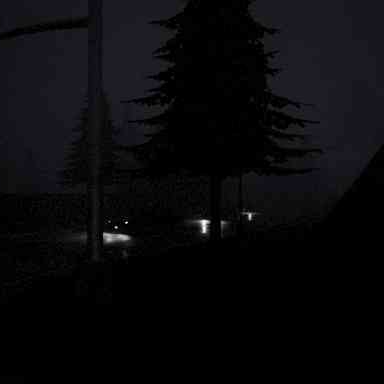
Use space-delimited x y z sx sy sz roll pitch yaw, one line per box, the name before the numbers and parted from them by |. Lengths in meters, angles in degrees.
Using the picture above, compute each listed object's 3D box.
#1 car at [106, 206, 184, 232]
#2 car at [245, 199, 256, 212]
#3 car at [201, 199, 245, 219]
car | -2.648 1.547 20.392 2.033 1.411 5.357 0 0 35
car | 6.439 1.547 38.998 2.033 1.411 5.357 0 0 16
car | 2.671 1.547 29.261 2.033 1.411 5.357 0 0 26
